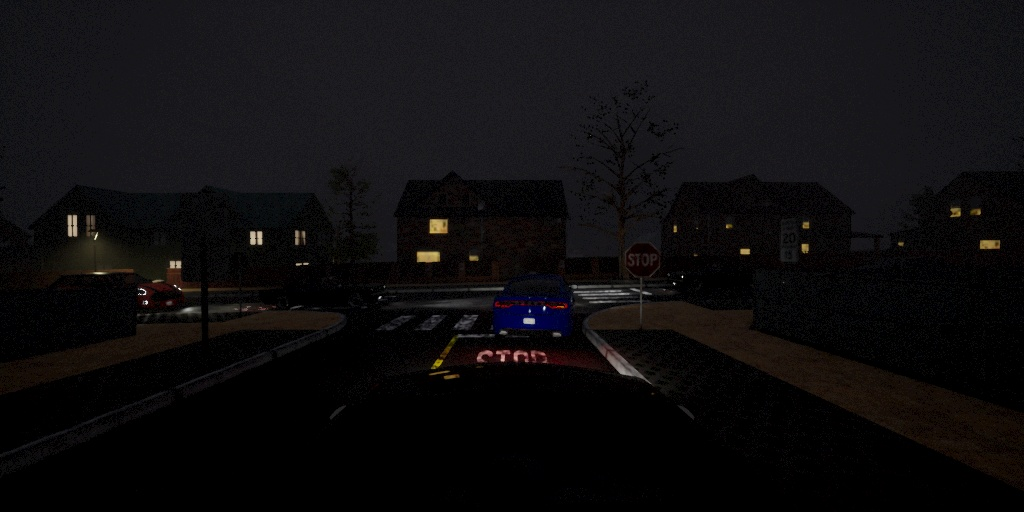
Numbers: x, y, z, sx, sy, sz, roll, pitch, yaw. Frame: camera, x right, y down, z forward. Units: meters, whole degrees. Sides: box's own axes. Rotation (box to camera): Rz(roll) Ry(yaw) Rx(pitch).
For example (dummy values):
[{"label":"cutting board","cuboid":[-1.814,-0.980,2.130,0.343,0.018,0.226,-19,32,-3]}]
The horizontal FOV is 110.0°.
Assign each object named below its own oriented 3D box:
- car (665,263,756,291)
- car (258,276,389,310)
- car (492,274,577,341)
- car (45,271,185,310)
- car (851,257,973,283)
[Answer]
[{"label":"car","cuboid":[10.399,1.034,18.171,4.718,1.301,1.895,-1,1,-1]},{"label":"car","cuboid":[-7.821,1.506,15.231,4.718,1.301,1.895,-1,1,0]},{"label":"car","cuboid":[0.780,1.226,10.029,1.882,1.535,5.008,0,0,10]},{"label":"car","cuboid":[-16.808,1.471,15.217,4.553,1.767,2.097,-1,1,0]},{"label":"car","cuboid":[20.044,0.753,18.213,5.357,1.411,2.033,-1,1,0]}]
